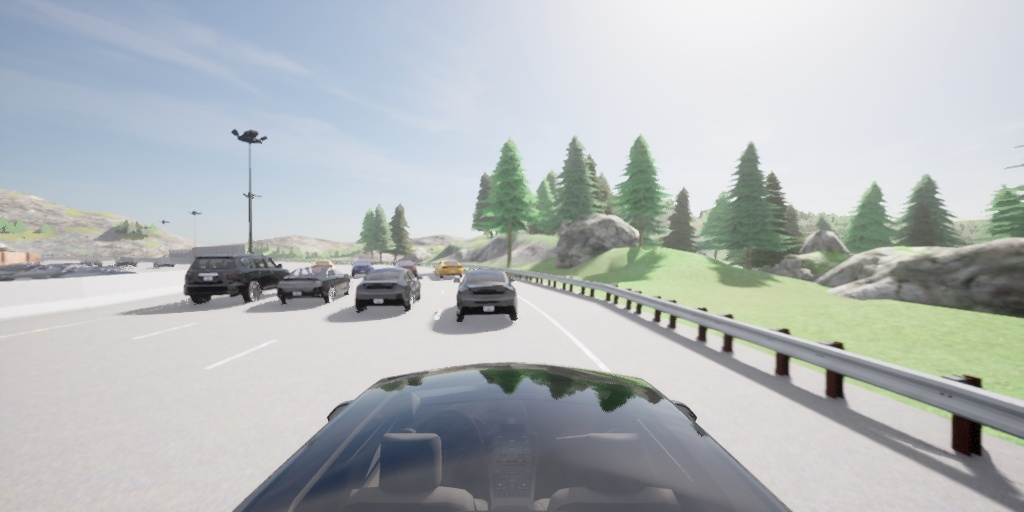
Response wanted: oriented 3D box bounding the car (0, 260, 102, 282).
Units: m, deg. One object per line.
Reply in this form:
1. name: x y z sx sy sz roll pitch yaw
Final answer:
1. car: -28.573 1.245 22.612 2.128 1.511 4.902 0 0 -21

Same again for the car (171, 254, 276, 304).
1. car: -12.125 0.940 16.329 2.150 2.045 5.566 0 0 -11

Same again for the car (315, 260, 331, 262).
1. car: -18.392 1.118 34.890 1.882 1.535 5.008 0 0 -25

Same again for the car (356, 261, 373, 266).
1. car: -13.871 1.156 33.291 1.812 1.442 4.674 0 0 -22

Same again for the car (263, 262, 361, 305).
1. car: -8.557 1.197 15.929 2.128 1.511 4.902 0 0 -10

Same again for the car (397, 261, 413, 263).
1. car: -9.611 1.144 32.143 1.812 1.442 4.674 0 0 -21

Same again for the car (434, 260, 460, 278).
1. car: -5.597 1.083 31.386 1.882 1.535 5.008 0 0 -19

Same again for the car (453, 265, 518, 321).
1. car: -0.933 1.199 12.323 1.837 1.490 4.892 0 0 -7

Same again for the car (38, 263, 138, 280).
1. car: -24.404 1.308 21.116 1.994 1.385 4.181 0 0 -18

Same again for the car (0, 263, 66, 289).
1. car: -32.735 1.270 23.766 1.837 1.490 4.892 0 0 -23

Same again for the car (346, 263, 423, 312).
1. car: -4.681 1.205 14.035 1.837 1.490 4.892 0 0 -8
